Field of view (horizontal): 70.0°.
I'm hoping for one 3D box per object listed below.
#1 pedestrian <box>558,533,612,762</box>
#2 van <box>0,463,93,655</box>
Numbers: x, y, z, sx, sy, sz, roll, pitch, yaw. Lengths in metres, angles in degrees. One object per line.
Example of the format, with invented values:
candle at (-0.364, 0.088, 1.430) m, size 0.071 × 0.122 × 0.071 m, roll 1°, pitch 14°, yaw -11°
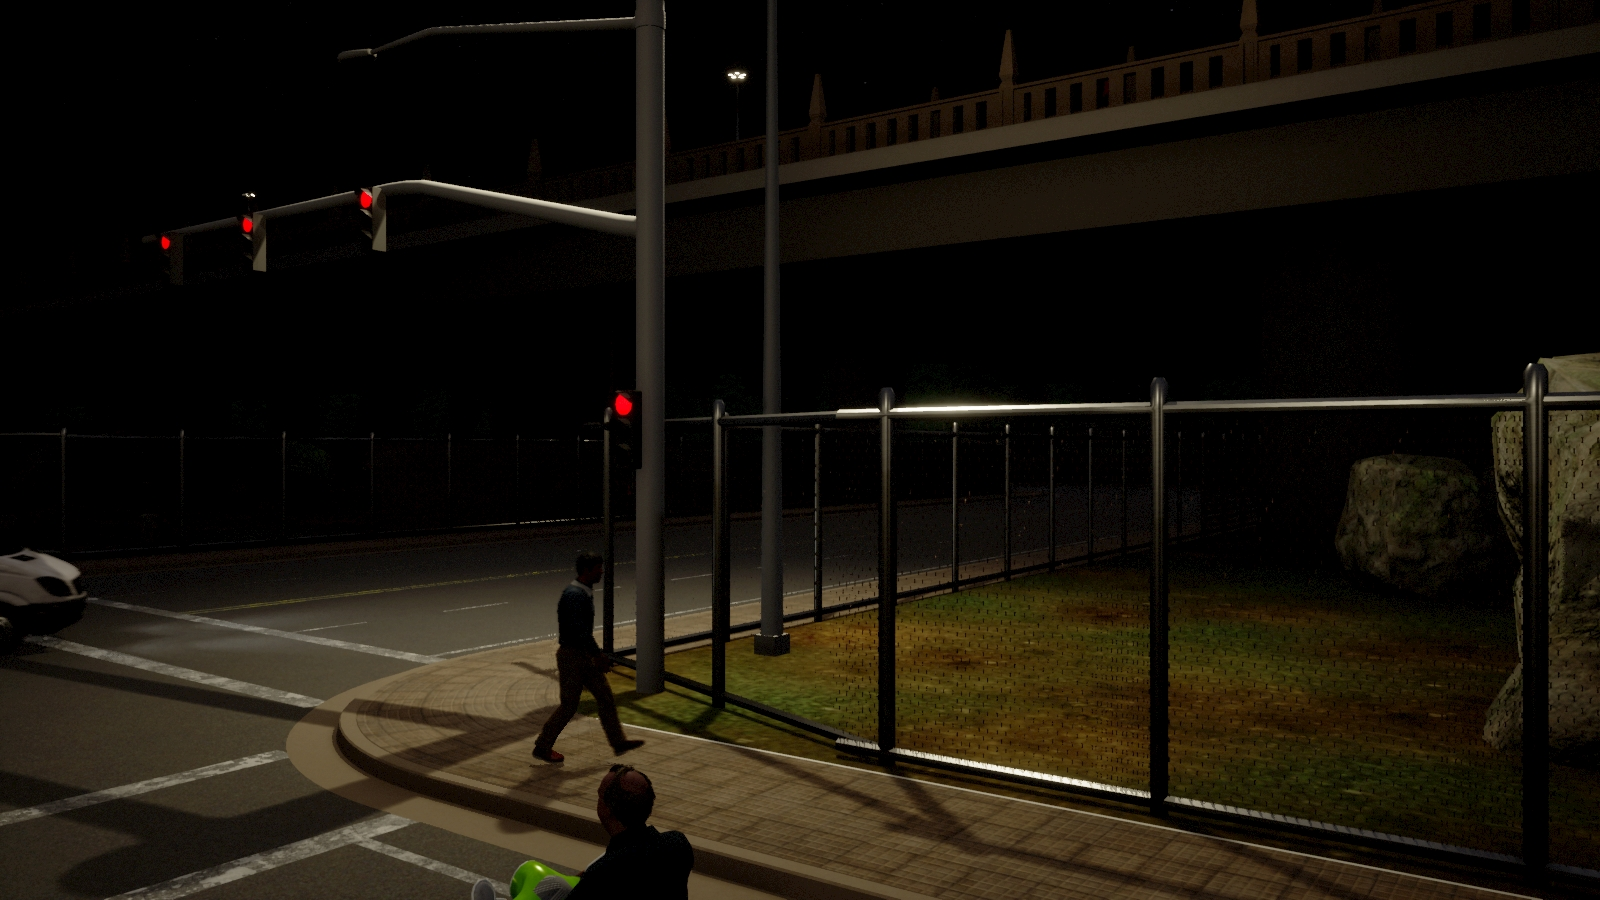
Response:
pedestrian at (-1.802, 1.643, 9.612) m, size 0.375 × 1.860 × 0.375 m, roll 0°, pitch 0°, yaw 2°
van at (-13.164, 1.502, 15.535) m, size 5.915 × 2.561 × 1.988 m, roll 0°, pitch 1°, yaw -28°
